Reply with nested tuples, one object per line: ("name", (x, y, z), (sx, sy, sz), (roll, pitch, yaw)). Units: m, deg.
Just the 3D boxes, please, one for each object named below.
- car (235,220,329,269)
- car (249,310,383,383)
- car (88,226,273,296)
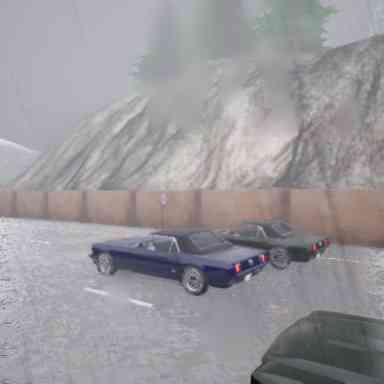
("car", (1.941, 1.613, 11.209), (4.718, 1.301, 1.895), (0, 0, 36))
("car", (2.712, 1.598, 2.058), (4.718, 1.301, 1.895), (0, 0, 36))
("car", (-0.565, 1.615, 8.697), (4.718, 1.301, 1.895), (0, 0, 35))
